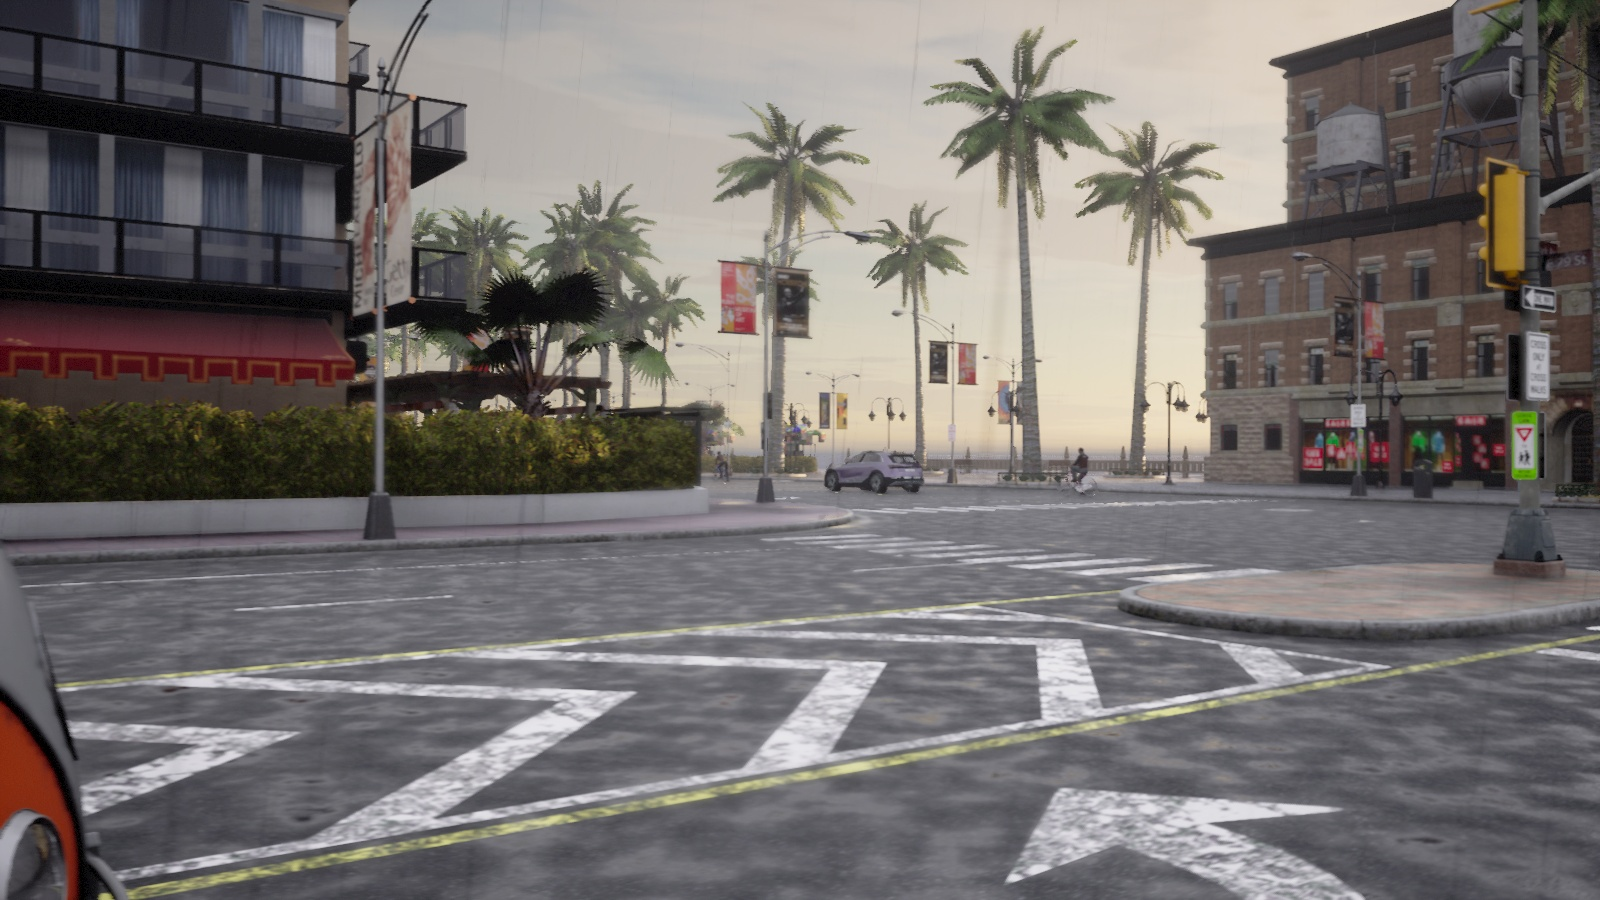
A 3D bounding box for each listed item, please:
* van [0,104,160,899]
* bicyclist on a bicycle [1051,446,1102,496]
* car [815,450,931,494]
[{"bbox_3d":[-3.300,0.506,1.362,4.442,1.987,1.775,0,0,-35],"label":"van"},{"bbox_3d":[9.949,0.752,45.313,0.659,1.776,1.843,0,0,-34],"label":"bicyclist on a bicycle"},{"bbox_3d":[2.823,0.831,49.535,2.033,1.649,4.856,0,0,-34],"label":"car"}]
